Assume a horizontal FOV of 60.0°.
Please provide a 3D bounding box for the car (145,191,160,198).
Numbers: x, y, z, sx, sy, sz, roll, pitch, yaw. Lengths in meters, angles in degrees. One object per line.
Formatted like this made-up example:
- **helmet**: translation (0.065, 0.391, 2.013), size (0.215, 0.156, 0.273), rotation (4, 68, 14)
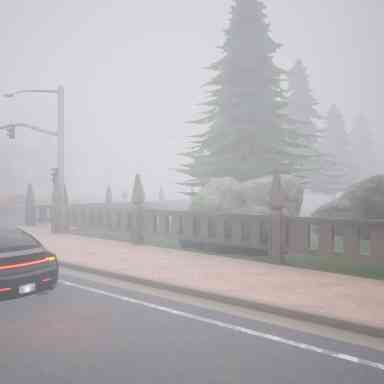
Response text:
- **car**: translation (-8.969, 1.182, 62.922), size (2.033, 1.411, 5.357), rotation (0, 3, 36)

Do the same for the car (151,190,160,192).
- **car**: translation (-7.965, 0.321, 70.277), size (1.837, 1.490, 4.892), rotation (0, 4, 35)

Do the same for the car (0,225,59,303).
- **car**: translation (-4.960, 1.505, 7.473), size (4.892, 1.490, 1.837), rotation (0, 0, 36)

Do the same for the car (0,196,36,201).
- **car**: translation (-20.898, 1.526, 40.235), size (1.812, 1.442, 4.674), rotation (0, 0, 36)

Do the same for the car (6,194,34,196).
- **car**: translation (-23.092, 1.221, 43.181), size (2.150, 2.045, 5.566), rotation (0, 0, 36)

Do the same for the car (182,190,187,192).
- **car**: translation (-2.257, 0.384, 66.224), size (1.812, 1.442, 4.674), rotation (0, 4, 35)

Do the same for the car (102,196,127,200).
- **car**: translation (-11.619, 1.527, 53.207), size (1.994, 1.385, 4.181), rotation (0, 1, 35)

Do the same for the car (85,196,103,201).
- **car**: translation (-16.787, 1.448, 58.006), size (1.837, 1.490, 4.892), rotation (0, 2, 36)
